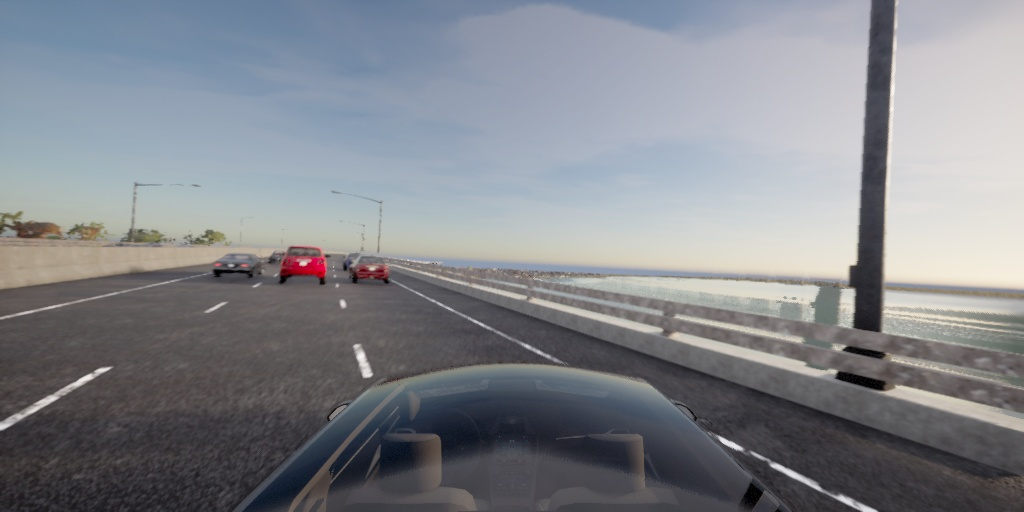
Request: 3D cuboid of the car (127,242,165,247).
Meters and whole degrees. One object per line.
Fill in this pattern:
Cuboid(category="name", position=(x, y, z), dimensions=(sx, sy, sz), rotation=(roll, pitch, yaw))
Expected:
Cuboid(category="car", position=(-42.564, -0.848, 42.496), dimensions=(2.128, 1.511, 4.902), rotation=(3, -1, -26))

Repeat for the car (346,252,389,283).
Cuboid(category="car", position=(-9.277, 0.731, 23.218), dimensions=(2.097, 1.767, 4.553), rotation=(3, 0, -27))

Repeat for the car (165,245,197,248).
Cuboid(category="car", position=(-38.711, -0.597, 42.555), dimensions=(1.812, 1.442, 4.674), rotation=(3, -1, -26))

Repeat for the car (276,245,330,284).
Cuboid(category="car", position=(-12.000, 0.426, 20.901), dimensions=(2.150, 2.045, 5.566), rotation=(3, 0, -27))

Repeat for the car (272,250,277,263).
Cuboid(category="car", position=(-25.221, 0.101, 39.282), dimensions=(2.128, 1.511, 4.902), rotation=(3, 0, -26))

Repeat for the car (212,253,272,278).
Cuboid(category="car", position=(-16.317, 0.512, 21.627), dimensions=(2.033, 1.411, 5.357), rotation=(3, -1, -27))

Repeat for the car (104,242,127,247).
Cuboid(category="car", position=(-46.830, -0.967, 43.306), dimensions=(1.895, 1.301, 4.718), rotation=(3, -1, -26))

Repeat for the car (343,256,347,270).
Cuboid(category="car", position=(-15.438, 0.478, 35.310), dimensions=(2.097, 1.767, 4.553), rotation=(3, -1, -26))
